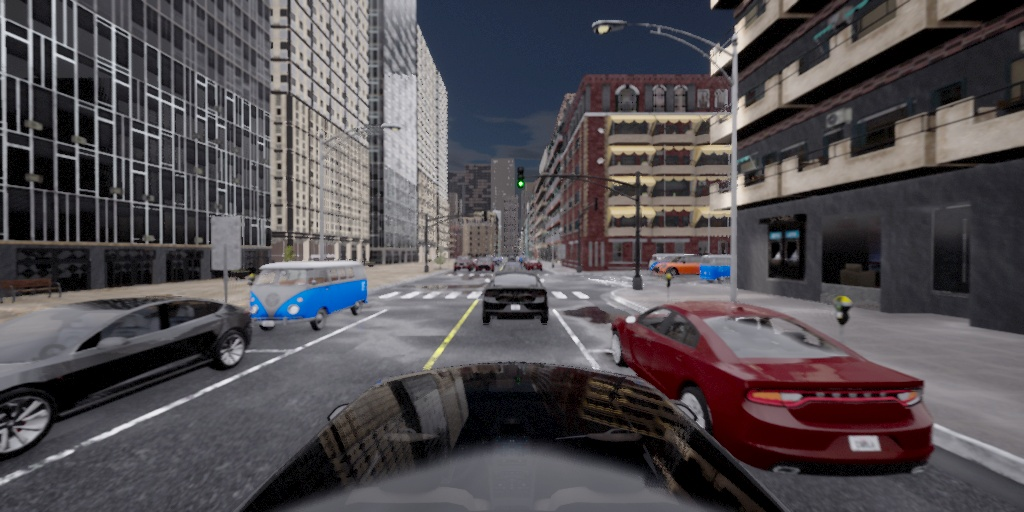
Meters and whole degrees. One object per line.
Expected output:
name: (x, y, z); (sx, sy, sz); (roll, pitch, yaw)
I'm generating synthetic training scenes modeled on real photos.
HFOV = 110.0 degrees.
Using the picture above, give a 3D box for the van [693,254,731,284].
van: (13.736, 0.795, 22.070); (3.998, 1.789, 1.690); (0, 0, 0)

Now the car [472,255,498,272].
car: (-3.081, 0.905, 41.199); (2.097, 1.767, 4.553); (0, 0, -1)

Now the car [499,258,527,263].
car: (0.092, 1.132, 34.290); (2.033, 1.411, 5.357); (0, 0, 0)

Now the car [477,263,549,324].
car: (0.096, 1.174, 11.803); (1.882, 1.535, 5.008); (0, 0, 0)

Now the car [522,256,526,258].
car: (2.675, 1.063, 48.403); (1.888, 1.381, 4.507); (0, 0, 0)

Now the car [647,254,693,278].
car: (13.314, 0.756, 27.820); (4.553, 1.767, 2.097); (-1, 1, -1)

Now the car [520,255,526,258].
car: (2.674, 0.933, 53.930); (1.967, 1.591, 4.097); (0, 0, 0)

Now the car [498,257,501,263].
car: (-3.027, 1.010, 60.903); (2.033, 1.411, 5.357); (0, 0, 0)

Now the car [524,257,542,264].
car: (2.677, 1.089, 42.875); (1.888, 1.381, 4.507); (0, 0, 0)

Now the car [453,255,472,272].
car: (-5.704, 0.858, 42.874); (2.192, 1.841, 5.009); (0, 0, 0)

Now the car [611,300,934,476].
car: (2.687, 1.277, 4.963); (1.888, 1.381, 4.507); (0, 0, 0)

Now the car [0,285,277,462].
car: (-5.694, 1.298, 4.962); (1.948, 1.339, 4.313); (0, 0, 0)

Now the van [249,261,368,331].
van: (-5.695, 1.043, 10.485); (1.690, 1.789, 3.998); (0, 0, 0)
